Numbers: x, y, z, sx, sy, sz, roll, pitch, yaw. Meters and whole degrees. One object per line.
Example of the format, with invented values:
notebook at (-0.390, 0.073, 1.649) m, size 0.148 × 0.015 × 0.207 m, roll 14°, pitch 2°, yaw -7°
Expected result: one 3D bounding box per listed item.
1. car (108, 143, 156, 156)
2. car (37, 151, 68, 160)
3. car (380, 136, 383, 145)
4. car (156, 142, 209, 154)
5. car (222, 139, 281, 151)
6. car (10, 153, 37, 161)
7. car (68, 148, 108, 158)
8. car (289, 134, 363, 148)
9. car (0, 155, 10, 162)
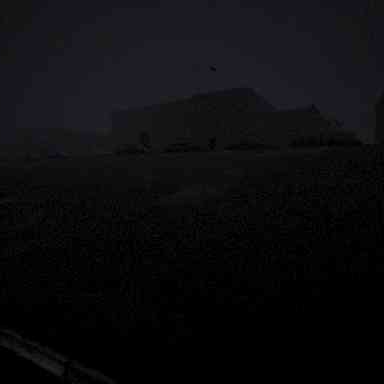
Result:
car at (-5.245, -3.793, 31.457) m, size 4.553 × 1.767 × 2.185 m, roll 1°, pitch 1°, yaw 31°
car at (-14.711, -3.833, 37.202) m, size 4.674 × 1.452 × 2.002 m, roll 1°, pitch 1°, yaw 33°
car at (14.525, -3.358, 21.150) m, size 4.553 × 1.767 × 2.185 m, roll 1°, pitch 1°, yaw 26°
car at (-0.252, -3.531, 28.657) m, size 4.792 × 1.488 × 2.163 m, roll 1°, pitch 1°, yaw 29°
car at (4.612, -3.419, 26.050) m, size 4.674 × 1.452 × 2.002 m, roll 1°, pitch 1°, yaw 28°
car at (-19.358, -3.971, 40.230) m, size 4.892 × 1.521 × 2.231 m, roll 1°, pitch 1°, yaw 34°
car at (-9.999, -3.770, 34.273) m, size 5.008 × 1.535 × 2.097 m, roll 1°, pitch 1°, yaw 32°
car at (9.444, -3.356, 23.592) m, size 4.892 × 1.521 × 2.231 m, roll 1°, pitch 1°, yaw 27°
car at (-23.925, -4.051, 43.330) m, size 4.892 × 1.521 × 2.231 m, roll 1°, pitch 1°, yaw 34°
